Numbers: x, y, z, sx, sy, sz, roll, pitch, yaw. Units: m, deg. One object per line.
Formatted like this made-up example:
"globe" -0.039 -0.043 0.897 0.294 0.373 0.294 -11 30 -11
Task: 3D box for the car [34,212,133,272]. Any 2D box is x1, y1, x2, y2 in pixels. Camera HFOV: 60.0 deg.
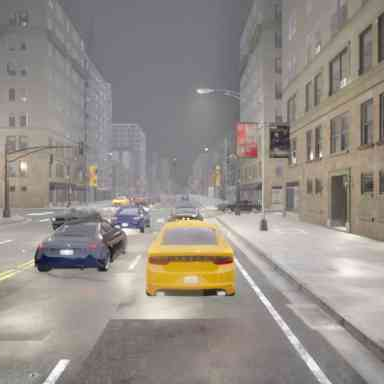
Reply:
"car" -3.356 1.567 10.801 1.994 1.385 4.181 0 0 -1

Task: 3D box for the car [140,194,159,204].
"car" -7.812 1.575 60.813 2.033 1.411 5.357 0 0 -1

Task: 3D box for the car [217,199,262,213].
"car" 5.153 1.548 36.456 4.892 1.490 1.837 0 -1 -6

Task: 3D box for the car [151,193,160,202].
"car" -7.975 1.255 71.288 2.150 2.045 5.566 0 0 -1

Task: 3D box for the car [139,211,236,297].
"car" -0.054 1.480 8.663 1.882 1.535 5.008 0 0 -1

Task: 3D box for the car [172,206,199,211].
"car" -0.354 1.510 18.144 1.837 1.490 4.892 0 0 -1

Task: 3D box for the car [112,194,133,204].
"car" -10.896 1.502 51.208 1.882 1.535 5.008 0 0 -1

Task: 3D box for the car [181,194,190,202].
"car" -1.672 1.383 80.704 2.097 1.767 4.553 0 0 -1

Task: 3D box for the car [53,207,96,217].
"car" -7.154 1.608 20.922 1.895 1.301 4.718 0 0 -2

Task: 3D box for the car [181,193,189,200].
"car" -1.883 1.255 90.705 2.097 1.767 4.553 0 0 -1

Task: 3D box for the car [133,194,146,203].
"car" -11.223 1.385 71.132 2.097 1.767 4.553 0 0 -1

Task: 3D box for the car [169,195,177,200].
"car" -5.133 1.440 90.667 2.033 1.411 5.357 0 0 -1

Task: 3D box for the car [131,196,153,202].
"car" -7.643 1.625 51.170 1.895 1.301 4.718 0 0 -1

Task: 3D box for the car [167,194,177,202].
"car" -4.921 1.383 80.636 2.097 1.767 4.553 0 0 -1

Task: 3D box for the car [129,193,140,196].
"car" -11.071 1.249 61.143 2.150 2.045 5.566 0 0 -1

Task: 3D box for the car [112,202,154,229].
"car" -3.534 1.532 19.543 1.812 1.442 4.674 0 0 -1
